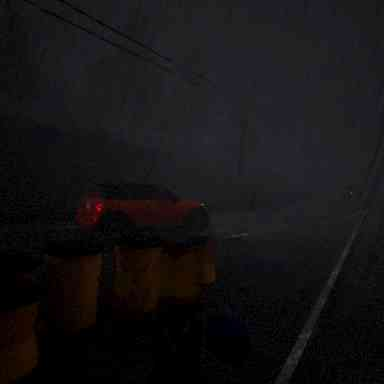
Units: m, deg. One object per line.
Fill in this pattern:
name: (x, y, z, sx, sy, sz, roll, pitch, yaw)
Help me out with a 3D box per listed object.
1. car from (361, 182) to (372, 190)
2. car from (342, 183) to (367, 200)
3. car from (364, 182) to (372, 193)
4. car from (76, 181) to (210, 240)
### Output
car: (37.468, -1.289, 71.304, 1.837, 1.490, 4.892, 5, 4, 29)
car: (17.685, 0.043, 36.489, 1.994, 1.385, 4.181, 5, 4, 30)
car: (27.809, -0.569, 54.299, 1.895, 1.301, 4.718, 5, 4, 29)
car: (-1.522, 0.470, 11.603, 4.553, 1.767, 2.097, 0, 5, -35)
